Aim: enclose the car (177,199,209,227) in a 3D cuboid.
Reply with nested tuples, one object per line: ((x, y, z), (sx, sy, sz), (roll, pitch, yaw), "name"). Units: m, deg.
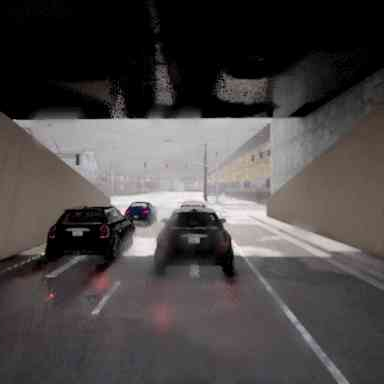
((0.069, 1.293, 21.999), (1.882, 1.535, 5.008), (0, 0, 0), "car")

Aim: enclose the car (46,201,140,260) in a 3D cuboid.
((-3.428, 1.252, 12.114), (2.097, 1.767, 4.553), (0, 1, 0), "car")

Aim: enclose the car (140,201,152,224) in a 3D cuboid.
((-3.432, 1.338, 22.543), (1.812, 1.442, 4.674), (0, 0, 0), "car")

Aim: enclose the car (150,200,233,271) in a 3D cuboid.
((0.063, 1.260, 10.721), (2.097, 1.767, 4.553), (0, 0, 0), "car")
